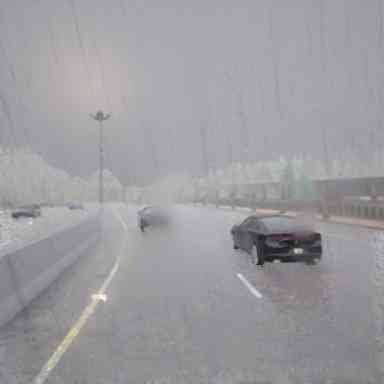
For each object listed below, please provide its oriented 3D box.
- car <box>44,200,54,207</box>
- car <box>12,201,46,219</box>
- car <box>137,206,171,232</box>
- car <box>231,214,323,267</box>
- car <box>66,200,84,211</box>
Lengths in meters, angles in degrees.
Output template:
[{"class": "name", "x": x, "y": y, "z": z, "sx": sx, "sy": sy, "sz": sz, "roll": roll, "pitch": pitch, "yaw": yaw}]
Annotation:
[{"class": "car", "x": -28.330, "y": 2.288, "z": 65.138, "sx": 1.994, "sy": 1.385, "sz": 4.181, "roll": -1, "pitch": -1, "yaw": -15}, {"class": "car", "x": -16.474, "y": 1.909, "z": 33.454, "sx": 2.033, "sy": 1.411, "sz": 5.357, "roll": -1, "pitch": 0, "yaw": -15}, {"class": "car", "x": -2.498, "y": 1.658, "z": 21.474, "sx": 1.812, "sy": 1.442, "sz": 4.674, "roll": -1, "pitch": 0, "yaw": -12}, {"class": "car", "x": 2.694, "y": 1.506, "z": 11.722, "sx": 1.882, "sy": 1.535, "sz": 5.008, "roll": -1, "pitch": 0, "yaw": -6}, {"class": "car", "x": -16.902, "y": 1.966, "z": 48.914, "sx": 1.812, "sy": 1.442, "sz": 4.674, "roll": -1, "pitch": 0, "yaw": -14}]
